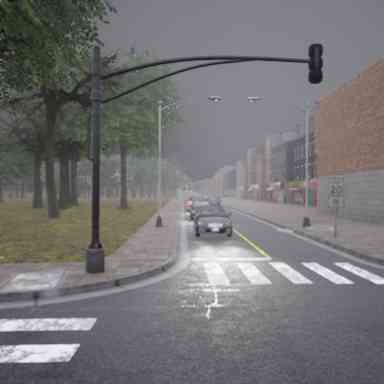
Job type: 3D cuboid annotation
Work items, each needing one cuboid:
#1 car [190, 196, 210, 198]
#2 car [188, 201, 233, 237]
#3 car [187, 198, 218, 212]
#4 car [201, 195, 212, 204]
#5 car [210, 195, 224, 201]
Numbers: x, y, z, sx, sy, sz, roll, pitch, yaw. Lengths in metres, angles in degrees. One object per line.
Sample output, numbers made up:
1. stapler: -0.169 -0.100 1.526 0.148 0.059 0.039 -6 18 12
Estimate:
1. car: 0.486 1.236 37.089 2.097 1.767 4.553 0 0 -1
2. car: 1.031 1.483 18.077 2.128 1.511 4.902 0 0 -2
3. car: 0.764 1.457 27.239 1.812 1.442 4.674 0 0 -2
4. car: 2.695 1.393 62.023 1.812 1.442 4.674 0 0 -2
5. car: 3.073 1.433 49.031 1.994 1.385 4.181 0 0 -2
